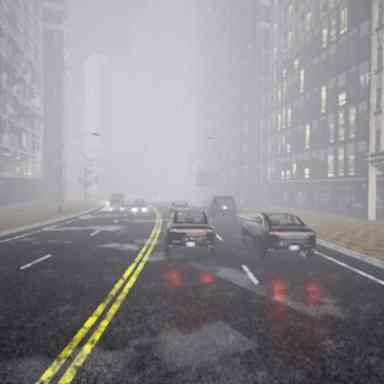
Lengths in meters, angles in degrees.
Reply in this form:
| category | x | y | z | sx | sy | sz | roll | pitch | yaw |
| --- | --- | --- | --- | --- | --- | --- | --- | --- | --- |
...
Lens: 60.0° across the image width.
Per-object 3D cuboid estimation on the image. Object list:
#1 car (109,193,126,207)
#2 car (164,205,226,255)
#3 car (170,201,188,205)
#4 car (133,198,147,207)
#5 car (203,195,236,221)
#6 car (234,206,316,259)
| category | x | y | z | sx | sy | sz | roll | pitch | yaw |
| --- | --- | --- | --- | --- | --- | --- | --- | --- | --- |
| car | -11.074 | 1.150 | 49.618 | 2.150 | 2.045 | 5.566 | 1 | 0 | -11 |
| car | -0.104 | 1.502 | 13.363 | 2.128 | 1.511 | 4.902 | 1 | 0 | -1 |
| car | -1.144 | 1.502 | 28.549 | 2.128 | 1.511 | 4.902 | 1 | 0 | -5 |
| car | -7.686 | 1.554 | 49.210 | 1.895 | 1.301 | 4.718 | 0 | 0 | -11 |
| car | 2.216 | 1.267 | 27.631 | 2.150 | 2.045 | 5.566 | 1 | 0 | -5 |
| car | 3.159 | 1.538 | 12.887 | 2.128 | 1.511 | 4.902 | 1 | 0 | -1 |
